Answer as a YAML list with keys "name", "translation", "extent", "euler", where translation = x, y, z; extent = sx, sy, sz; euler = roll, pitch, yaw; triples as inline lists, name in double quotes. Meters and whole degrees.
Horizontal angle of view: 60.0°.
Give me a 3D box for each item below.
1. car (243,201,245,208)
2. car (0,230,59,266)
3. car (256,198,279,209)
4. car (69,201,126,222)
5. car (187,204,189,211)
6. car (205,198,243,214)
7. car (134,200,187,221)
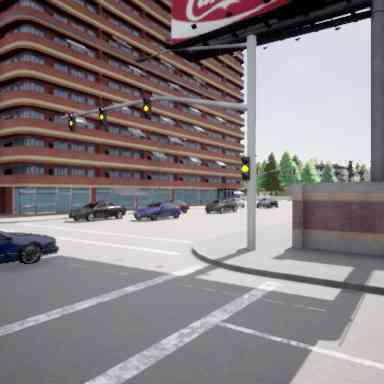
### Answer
- name: "car"
  translation: [5.504, 1.518, 44.966]
  extent: [1.812, 1.442, 4.674]
  euler: [0, 0, 36]
- name: "car"
  translation: [-6.575, 1.544, 9.301]
  extent: [2.033, 1.411, 5.357]
  euler: [0, 0, 35]
- name: "car"
  translation: [10.417, 1.519, 45.838]
  extent: [1.812, 1.442, 4.674]
  euler: [0, 0, 35]
- name: "car"
  translation: [-7.447, 1.497, 26.629]
  extent: [1.837, 1.490, 4.892]
  euler: [0, 0, 35]
- name: "car"
  translation: [-2.132, 1.518, 34.146]
  extent: [1.812, 1.442, 4.674]
  euler: [0, 0, 35]
- name: "car"
  translation: [3.235, 1.498, 35.695]
  extent: [1.837, 1.490, 4.892]
  euler: [0, 0, 35]
- name: "car"
  translation: [-2.700, 1.519, 27.250]
  extent: [1.812, 1.442, 4.674]
  euler: [0, 0, 35]
